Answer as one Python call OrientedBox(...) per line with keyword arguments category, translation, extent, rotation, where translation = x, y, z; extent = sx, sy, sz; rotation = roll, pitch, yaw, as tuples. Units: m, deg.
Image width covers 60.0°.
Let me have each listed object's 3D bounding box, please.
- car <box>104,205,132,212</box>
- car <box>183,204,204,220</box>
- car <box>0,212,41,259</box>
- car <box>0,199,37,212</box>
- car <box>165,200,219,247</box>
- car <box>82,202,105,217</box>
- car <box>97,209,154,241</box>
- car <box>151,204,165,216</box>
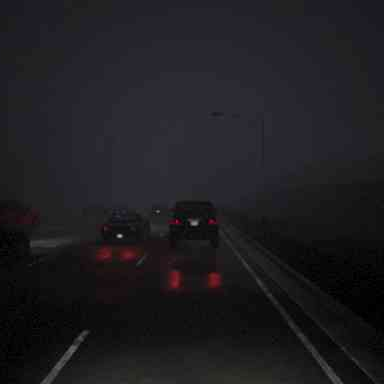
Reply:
OrientedBox(category="car", translation=(-6.875, 1.943, 32.938), extent=(1.895, 1.301, 4.718), rotation=(0, -1, 0))
OrientedBox(category="car", translation=(0.125, 1.943, 32.926), extent=(1.895, 1.301, 4.718), rotation=(0, -1, 0))
OrientedBox(category="car", translation=(-6.907, 1.600, 10.351), extent=(2.128, 1.511, 4.902), rotation=(0, -1, 0))
OrientedBox(category="car", translation=(-10.397, 1.410, 18.146), extent=(2.150, 2.045, 5.566), rotation=(0, -1, 0))
OrientedBox(category="car", translation=(0.100, 1.390, 16.135), extent=(2.150, 2.045, 5.566), rotation=(0, -1, 0))
OrientedBox(category="car", translation=(-10.356, 1.852, 36.077), extent=(1.882, 1.535, 5.008), rotation=(0, -1, 0))
OrientedBox(category="car", translation=(-3.398, 1.787, 17.876), extent=(1.895, 1.301, 4.718), rotation=(0, -1, 0))
OrientedBox(category="car", translation=(-3.361, 1.928, 35.136), extent=(1.994, 1.385, 4.181), rotation=(0, -1, 0))
